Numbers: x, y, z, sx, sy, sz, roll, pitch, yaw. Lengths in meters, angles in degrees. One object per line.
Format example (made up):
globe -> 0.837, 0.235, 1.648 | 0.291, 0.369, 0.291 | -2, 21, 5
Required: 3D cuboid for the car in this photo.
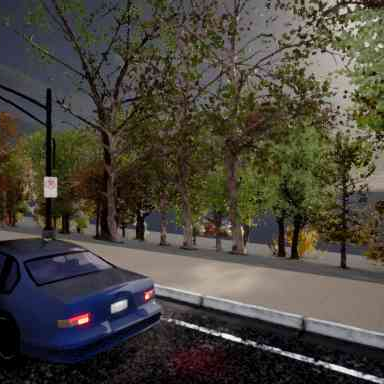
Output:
car -> -2.997, 1.546, 5.827 | 5.357, 1.411, 2.033 | 0, 0, 36
